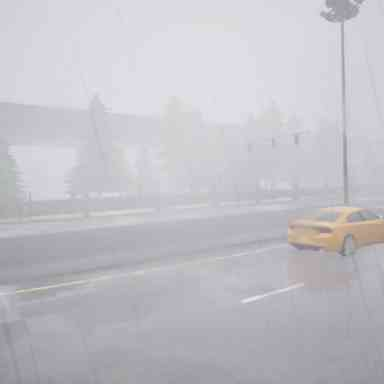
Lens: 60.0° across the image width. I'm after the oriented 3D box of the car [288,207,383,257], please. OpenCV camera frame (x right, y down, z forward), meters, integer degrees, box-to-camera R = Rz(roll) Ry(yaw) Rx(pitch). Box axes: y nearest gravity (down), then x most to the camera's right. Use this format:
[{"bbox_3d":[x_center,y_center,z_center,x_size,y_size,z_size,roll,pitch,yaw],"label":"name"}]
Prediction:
[{"bbox_3d":[5.628,1.266,12.160,5.008,1.535,1.882,-3,2,-35],"label":"car"}]
